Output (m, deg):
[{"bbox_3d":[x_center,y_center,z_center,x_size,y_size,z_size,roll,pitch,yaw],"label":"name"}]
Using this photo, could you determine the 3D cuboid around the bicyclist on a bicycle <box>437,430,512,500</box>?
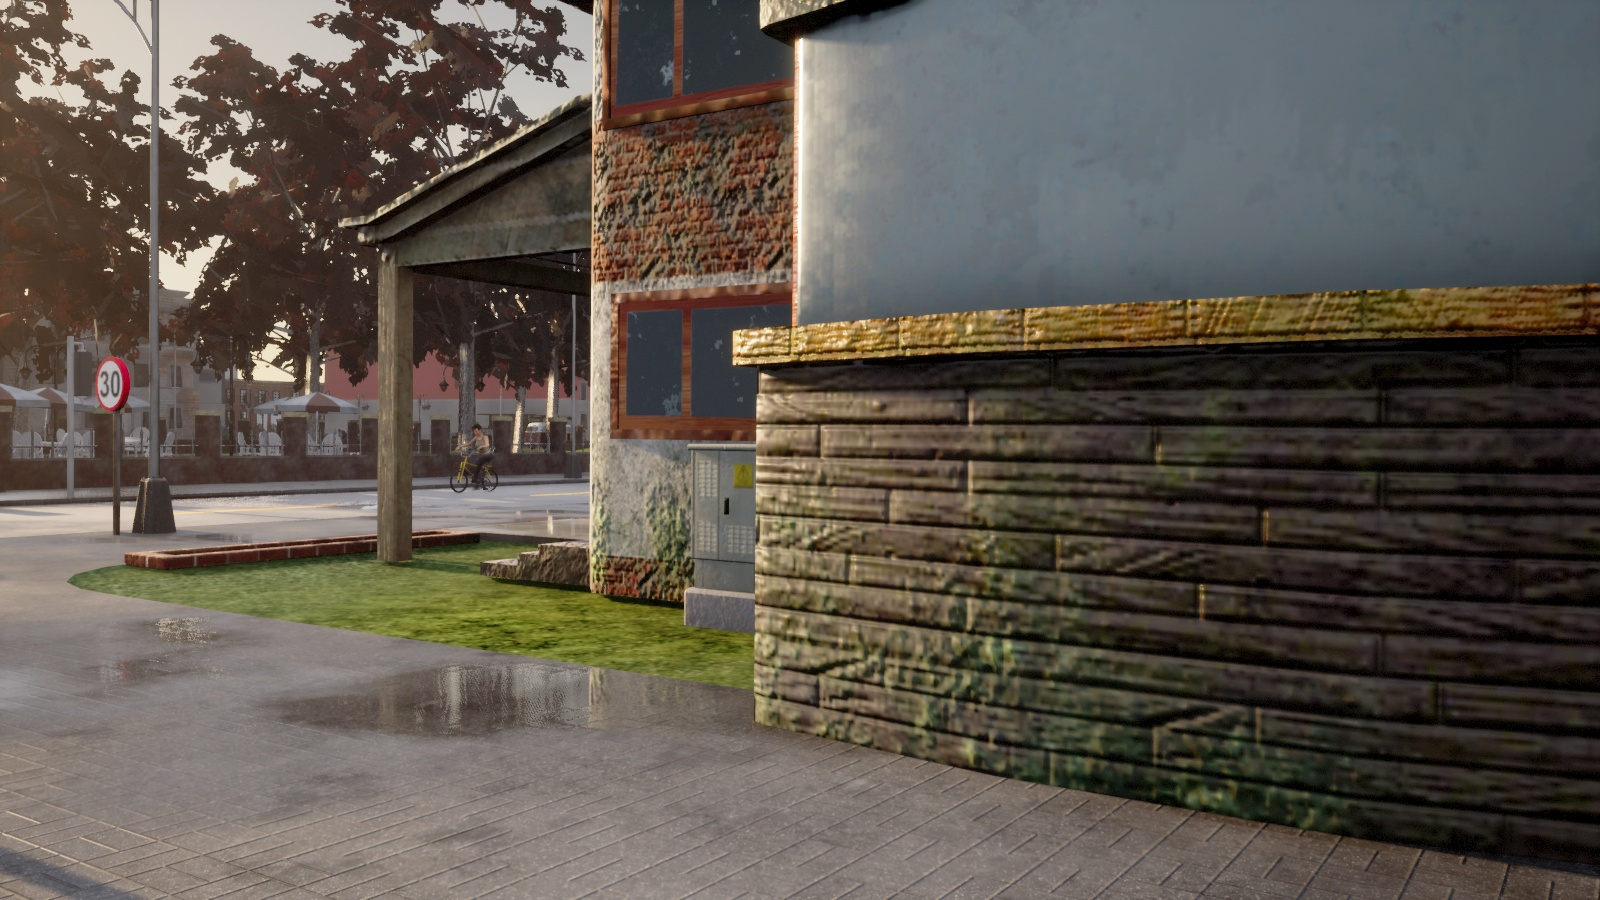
[{"bbox_3d":[-7.675,0.333,29.648,0.866,1.612,1.509,0,1,32],"label":"bicyclist on a bicycle"}]

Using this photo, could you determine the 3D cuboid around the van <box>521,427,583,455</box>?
[{"bbox_3d":[-18.736,-0.675,94.989,2.069,2.038,4.480,0,1,33],"label":"van"}]
